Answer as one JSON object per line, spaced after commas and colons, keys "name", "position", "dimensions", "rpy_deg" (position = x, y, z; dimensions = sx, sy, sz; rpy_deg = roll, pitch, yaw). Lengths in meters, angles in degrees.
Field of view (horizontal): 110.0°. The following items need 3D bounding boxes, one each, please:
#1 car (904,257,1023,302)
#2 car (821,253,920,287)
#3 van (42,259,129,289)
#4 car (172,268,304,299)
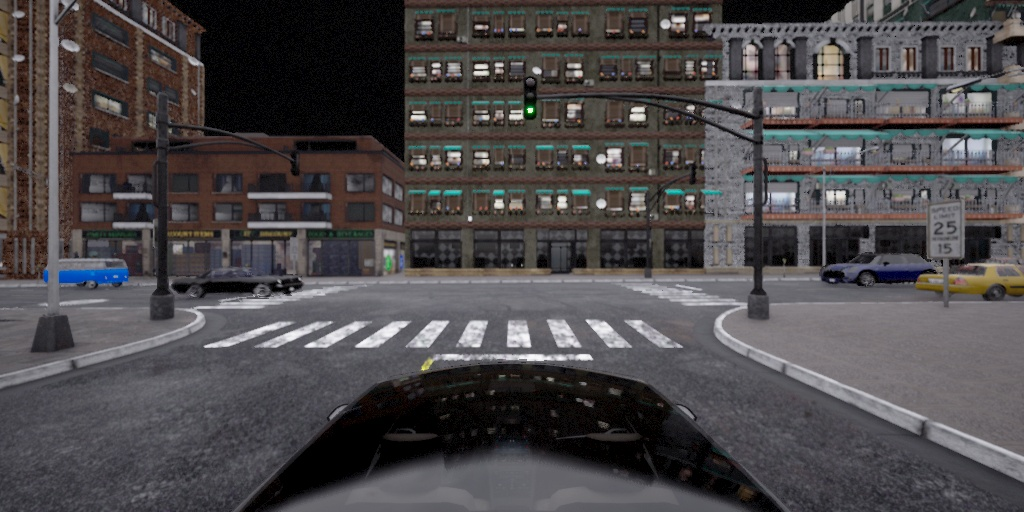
{"name": "car", "position": [17.652, 0.842, 12.941], "dimensions": [4.829, 1.417, 1.751], "rpy_deg": [0, 0, 1]}
{"name": "car", "position": [18.977, 0.660, 18.714], "dimensions": [4.553, 1.767, 2.097], "rpy_deg": [-1, 0, 1]}
{"name": "van", "position": [-26.065, 1.060, 21.958], "dimensions": [3.998, 1.789, 1.690], "rpy_deg": [0, 0, 1]}
{"name": "car", "position": [-12.065, 1.185, 16.064], "dimensions": [4.718, 1.301, 1.895], "rpy_deg": [-1, 0, 1]}
